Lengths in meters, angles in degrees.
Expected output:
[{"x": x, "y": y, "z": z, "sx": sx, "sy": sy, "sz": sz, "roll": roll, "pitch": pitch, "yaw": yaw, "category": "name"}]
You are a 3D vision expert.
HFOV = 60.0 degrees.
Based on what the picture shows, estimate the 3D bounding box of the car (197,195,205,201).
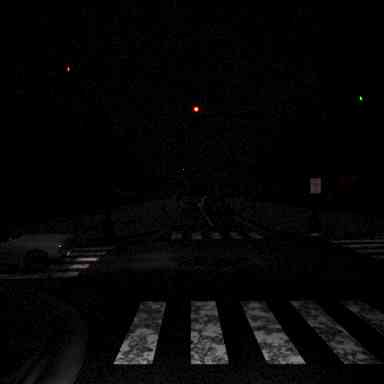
[{"x": 2.498, "y": 1.702, "z": 94.564, "sx": 1.967, "sy": 1.590, "sz": 4.097, "roll": -1, "pitch": 0, "yaw": 0, "category": "car"}]

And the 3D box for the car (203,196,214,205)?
[{"x": 2.941, "y": 1.575, "z": 61.126, "sx": 1.801, "sy": 1.575, "sz": 5.366, "roll": 0, "pitch": 0, "yaw": 0, "category": "car"}]

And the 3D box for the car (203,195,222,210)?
[{"x": 2.580, "y": 1.356, "z": 35.138, "sx": 2.192, "sy": 1.841, "sz": 5.009, "roll": -1, "pitch": 0, "yaw": 0, "category": "car"}]

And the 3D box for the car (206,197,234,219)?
[{"x": 2.589, "y": 1.470, "z": 29.736, "sx": 1.967, "sy": 1.590, "sz": 4.097, "roll": -1, "pitch": 0, "yaw": 0, "category": "car"}]

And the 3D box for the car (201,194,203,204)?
[{"x": 2.572, "y": 1.369, "z": 40.541, "sx": 2.192, "sy": 1.841, "sz": 5.009, "roll": -1, "pitch": 0, "yaw": 0, "category": "car"}]

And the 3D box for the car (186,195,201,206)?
[{"x": -0.016, "y": 1.664, "z": 55.967, "sx": 1.994, "sy": 1.385, "sz": 4.181, "roll": 0, "pitch": 0, "yaw": 0, "category": "car"}]

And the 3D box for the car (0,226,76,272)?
[{"x": -6.189, "y": 1.737, "z": 10.430, "sx": 4.718, "sy": 1.301, "sz": 1.895, "roll": -2, "pitch": 0, "yaw": -7, "category": "car"}]

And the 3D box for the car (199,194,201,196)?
[{"x": 2.895, "y": 1.498, "z": 67.907, "sx": 2.097, "sy": 1.767, "sz": 4.553, "roll": 0, "pitch": 0, "yaw": 0, "category": "car"}]
